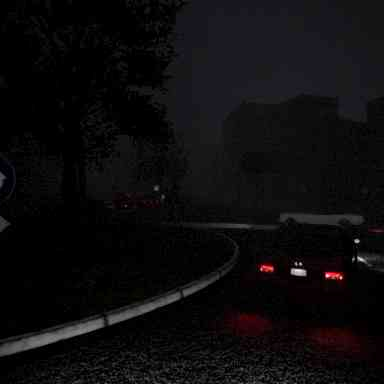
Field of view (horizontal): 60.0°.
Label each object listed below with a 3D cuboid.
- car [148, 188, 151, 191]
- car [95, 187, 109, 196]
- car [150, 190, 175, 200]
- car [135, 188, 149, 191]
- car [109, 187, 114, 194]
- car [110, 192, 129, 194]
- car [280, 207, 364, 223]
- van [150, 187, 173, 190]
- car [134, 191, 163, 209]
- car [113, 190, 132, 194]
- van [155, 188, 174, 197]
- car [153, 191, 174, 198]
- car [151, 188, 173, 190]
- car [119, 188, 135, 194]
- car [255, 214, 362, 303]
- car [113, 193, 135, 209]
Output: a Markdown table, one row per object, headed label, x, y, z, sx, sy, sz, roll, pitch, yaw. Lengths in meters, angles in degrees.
| label | x | y | z | sx | sy | sz | roll | pitch | yaw |
| --- | --- | --- | --- | --- | --- | --- | --- | --- | --- |
| car | -5.795 | 0.339 | 69.459 | 5.566 | 2.045 | 2.435 | 0 | 2 | -6 |
| car | -23.671 | 0.084 | 86.148 | 2.097 | 1.535 | 5.008 | 0 | 2 | -2 |
| car | -4.958 | 0.797 | 61.253 | 4.892 | 1.521 | 2.231 | 0 | 1 | -6 |
| car | -11.260 | 0.435 | 76.314 | 2.128 | 1.511 | 4.902 | 0 | 2 | -4 |
| car | -23.815 | -0.053 | 91.638 | 2.163 | 1.488 | 4.792 | 0 | 2 | 0 |
| car | -10.903 | 1.114 | 50.207 | 1.994 | 1.385 | 4.181 | 0 | 1 | -11 |
| car | 7.669 | 1.547 | 20.056 | 4.718 | 1.301 | 1.895 | -1 | 0 | 24 |
| van | -5.646 | 0.433 | 66.716 | 4.442 | 1.987 | 1.878 | 0 | 1 | -6 |
| car | -5.503 | 1.123 | 41.341 | 2.097 | 1.767 | 4.553 | 0 | 1 | -18 |
| car | -12.568 | 0.870 | 60.111 | 2.033 | 1.411 | 5.357 | 0 | 1 | -6 |
| van | -6.431 | 0.143 | 77.485 | 4.442 | 1.987 | 1.878 | 0 | 2 | -4 |
| car | -6.335 | 0.485 | 74.780 | 4.674 | 1.452 | 2.002 | 0 | 2 | -4 |
| car | -5.210 | 0.603 | 63.993 | 4.553 | 1.767 | 2.185 | 0 | 1 | -6 |
| car | -13.708 | 0.552 | 69.974 | 1.882 | 1.535 | 5.008 | 0 | 2 | -5 |
| car | 3.110 | 1.532 | 8.416 | 2.033 | 1.411 | 5.357 | 0 | 0 | 27 |
| car | -8.344 | 1.276 | 40.475 | 1.837 | 1.490 | 4.892 | 0 | 1 | -18 |
